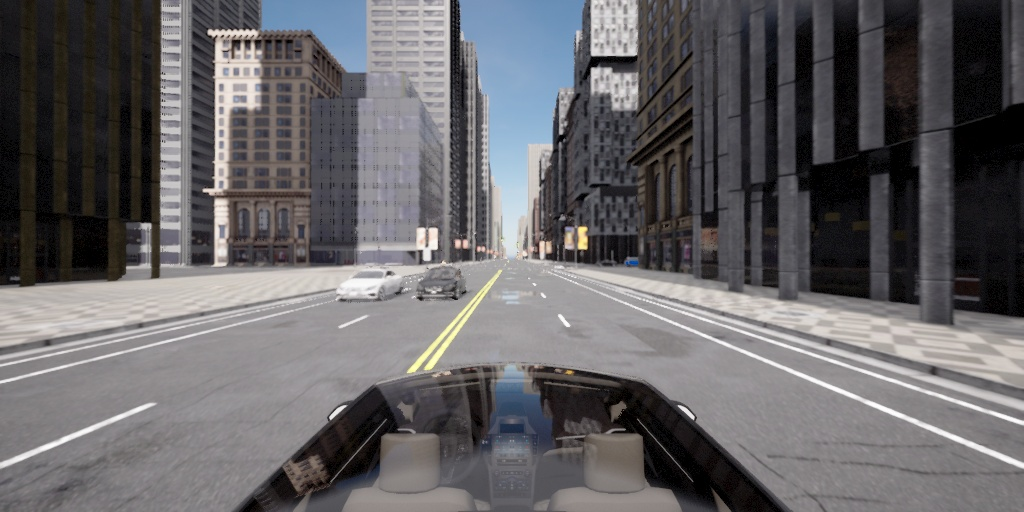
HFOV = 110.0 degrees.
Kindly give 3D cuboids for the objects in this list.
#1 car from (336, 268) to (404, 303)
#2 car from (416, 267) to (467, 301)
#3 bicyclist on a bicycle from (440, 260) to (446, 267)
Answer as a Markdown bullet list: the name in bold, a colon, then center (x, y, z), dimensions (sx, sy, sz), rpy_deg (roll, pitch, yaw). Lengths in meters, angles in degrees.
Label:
- **car**: center (-6.605, 1.317, 17.251), dimensions (1.812, 1.442, 4.674), rpy_deg (0, 0, 0)
- **car**: center (-3.354, 1.298, 17.760), dimensions (1.837, 1.490, 4.892), rpy_deg (0, 0, 0)
- **bicyclist on a bicycle**: center (-8.762, 1.287, 45.954), dimensions (0.866, 1.612, 1.509), rpy_deg (0, -2, 0)
